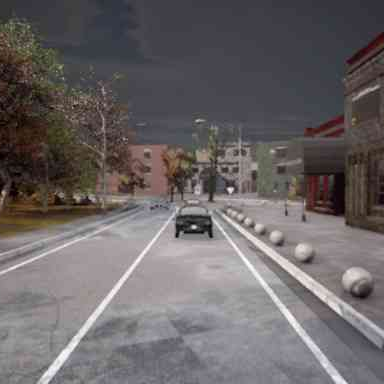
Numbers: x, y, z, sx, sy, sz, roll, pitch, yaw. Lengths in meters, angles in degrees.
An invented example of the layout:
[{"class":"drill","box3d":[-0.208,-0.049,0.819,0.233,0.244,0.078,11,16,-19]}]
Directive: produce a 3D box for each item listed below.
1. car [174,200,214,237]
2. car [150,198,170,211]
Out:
[{"class":"car","box3d":[0.093,1.443,17.745,1.882,1.535,5.008,0,0,0]},{"class":"car","box3d":[-3.515,1.311,36.987,1.994,1.385,4.181,0,1,0]}]
